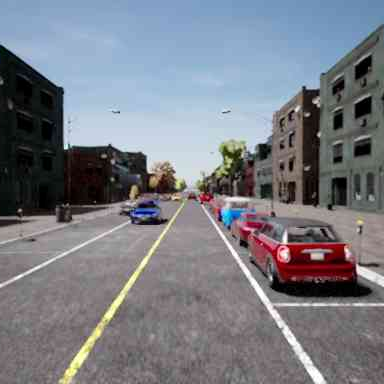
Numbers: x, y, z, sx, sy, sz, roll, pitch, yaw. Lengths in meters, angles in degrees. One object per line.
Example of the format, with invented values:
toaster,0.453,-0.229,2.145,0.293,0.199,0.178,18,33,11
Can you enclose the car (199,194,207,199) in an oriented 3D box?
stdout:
car,2.741,1.142,86.759,1.947,1.339,4.313,-1,0,0

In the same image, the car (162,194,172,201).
car,-5.647,1.176,75.665,1.887,1.381,4.507,-1,0,0

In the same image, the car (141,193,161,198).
car,-5.669,1.110,42.374,2.192,1.841,5.009,-1,0,0

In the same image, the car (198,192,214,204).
car,2.427,0.962,54.777,2.150,2.045,5.566,0,0,0

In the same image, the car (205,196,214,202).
car,2.711,1.403,36.824,1.802,1.307,4.206,-1,0,0

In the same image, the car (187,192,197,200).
car,0.044,0.899,74.336,2.097,1.767,4.553,0,0,0

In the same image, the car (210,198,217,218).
car,2.704,1.420,25.728,1.887,1.381,4.507,-1,0,0

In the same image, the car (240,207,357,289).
car,2.692,1.396,9.082,1.967,1.590,4.097,-1,0,0

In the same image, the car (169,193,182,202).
car,-2.972,1.154,65.183,1.882,1.535,5.008,0,0,0

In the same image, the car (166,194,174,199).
car,-5.640,1.159,86.762,1.802,1.307,4.206,-1,0,0

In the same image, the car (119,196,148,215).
car,-5.673,1.399,31.279,2.008,1.369,4.403,-1,0,0

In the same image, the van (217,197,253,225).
van,2.698,1.243,20.178,1.690,1.788,3.998,-1,0,0

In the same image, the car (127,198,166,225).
car,-3.083,1.412,23.432,1.812,1.442,4.674,0,0,0

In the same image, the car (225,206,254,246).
car,2.697,1.511,14.631,1.802,1.307,4.206,-1,0,0

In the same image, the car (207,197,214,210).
car,2.707,1.430,31.276,1.802,1.307,4.206,-1,0,0

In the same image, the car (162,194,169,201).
car,-5.651,1.099,70.116,1.967,1.590,4.097,-1,0,0
